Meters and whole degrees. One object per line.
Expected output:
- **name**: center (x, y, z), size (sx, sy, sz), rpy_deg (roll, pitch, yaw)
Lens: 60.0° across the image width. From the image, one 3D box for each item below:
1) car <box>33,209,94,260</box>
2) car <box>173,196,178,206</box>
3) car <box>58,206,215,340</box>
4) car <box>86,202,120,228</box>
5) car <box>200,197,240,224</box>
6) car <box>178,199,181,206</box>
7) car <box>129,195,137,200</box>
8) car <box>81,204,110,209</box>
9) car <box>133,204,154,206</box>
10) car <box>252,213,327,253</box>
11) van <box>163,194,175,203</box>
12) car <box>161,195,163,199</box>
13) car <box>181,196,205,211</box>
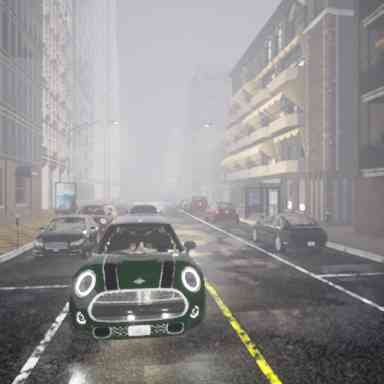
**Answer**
- **car**: center (-4.501, 1.549, 12.386), size (2.008, 1.369, 4.403), rpy_deg (0, 0, -8)
- **car**: center (-1.172, 1.581, 47.140), size (1.802, 1.307, 4.206), rpy_deg (0, 0, -8)
- **car**: center (-1.067, 1.350, 6.882), size (2.097, 1.767, 4.553), rpy_deg (0, 0, -8)
- **car**: center (-6.130, 1.524, 23.393), size (1.752, 1.417, 4.829), rpy_deg (0, 0, -8)
- **car**: center (2.135, 1.436, 24.788), size (1.967, 1.590, 4.097), rpy_deg (0, 0, -8)
- **car**: center (-0.345, 1.580, 41.552), size (1.802, 1.307, 4.206), rpy_deg (0, 0, -8)
- **car**: center (-16.077, 1.472, 90.616), size (1.967, 1.590, 4.097), rpy_deg (0, 0, -8)
- **car**: center (-5.329, 1.438, 17.975), size (1.967, 1.590, 4.097), rpy_deg (0, 0, -8)
- **car**: center (-2.846, 1.475, 19.590), size (1.882, 1.535, 5.008), rpy_deg (0, 0, -9)
- **car**: center (3.789, 1.546, 13.614), size (2.008, 1.369, 4.403), rpy_deg (0, 0, -8)
- **van**: center (-4.480, 1.353, 69.490), size (1.690, 1.788, 3.998), rpy_deg (0, 0, -8)
- **car**: center (-5.306, 1.582, 75.078), size (1.947, 1.339, 4.313), rpy_deg (0, 0, -8)
- **car**: center (0.482, 1.313, 35.964), size (2.192, 1.841, 5.009), rpy_deg (0, 0, -8)
